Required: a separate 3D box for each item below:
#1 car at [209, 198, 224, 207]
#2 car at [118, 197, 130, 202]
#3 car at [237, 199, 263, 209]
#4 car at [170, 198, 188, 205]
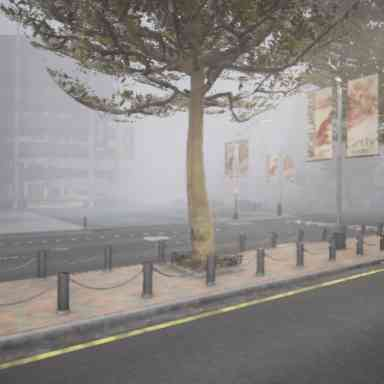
[{"bbox_3d":[3.794,1.885,61.528,1.882,1.535,5.008,1,0,-35],"label":"car"},{"bbox_3d":[-17.964,1.924,82.187,4.718,1.301,1.895,0,0,12],"label":"car"},{"bbox_3d":[9.197,1.889,53.852,1.882,1.535,5.008,1,0,-35],"label":"car"},{"bbox_3d":[-2.521,1.922,69.488,4.902,1.511,2.128,0,0,45],"label":"car"}]
